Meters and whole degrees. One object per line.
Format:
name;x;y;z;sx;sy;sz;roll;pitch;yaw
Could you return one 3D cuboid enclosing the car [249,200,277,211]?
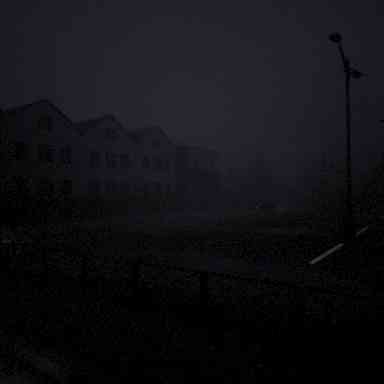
car;8.939;1.607;41.334;1.895;1.301;4.718;-1;0;35
